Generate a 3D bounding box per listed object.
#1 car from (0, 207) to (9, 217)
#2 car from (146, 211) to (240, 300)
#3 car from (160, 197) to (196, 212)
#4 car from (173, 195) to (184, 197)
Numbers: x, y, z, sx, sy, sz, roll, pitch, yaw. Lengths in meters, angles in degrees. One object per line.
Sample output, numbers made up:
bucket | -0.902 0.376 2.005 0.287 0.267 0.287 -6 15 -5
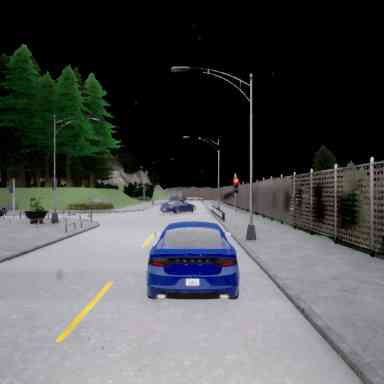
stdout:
car | -18.376 1.563 28.988 4.181 1.385 1.994 0 0 0
car | 0.033 1.478 8.478 1.882 1.535 5.008 0 0 0
car | -1.441 1.526 34.546 1.812 1.442 4.674 1 0 34
car | -3.849 1.540 87.969 5.357 1.411 2.033 0 0 40
